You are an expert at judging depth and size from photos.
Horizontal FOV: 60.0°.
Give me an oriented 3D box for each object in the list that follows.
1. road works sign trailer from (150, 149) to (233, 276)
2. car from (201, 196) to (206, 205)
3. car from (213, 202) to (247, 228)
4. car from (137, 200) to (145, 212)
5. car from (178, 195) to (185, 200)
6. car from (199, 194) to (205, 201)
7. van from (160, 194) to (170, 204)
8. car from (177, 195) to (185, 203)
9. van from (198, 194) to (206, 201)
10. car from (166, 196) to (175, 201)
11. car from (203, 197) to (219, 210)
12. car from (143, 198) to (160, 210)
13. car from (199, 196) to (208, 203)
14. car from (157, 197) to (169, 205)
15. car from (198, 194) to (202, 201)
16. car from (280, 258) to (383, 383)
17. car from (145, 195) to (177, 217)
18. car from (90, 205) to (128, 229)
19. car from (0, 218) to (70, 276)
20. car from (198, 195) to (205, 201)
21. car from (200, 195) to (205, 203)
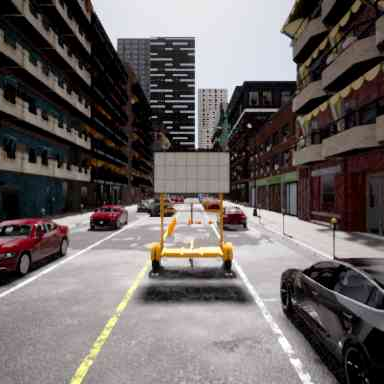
[{"bbox_3d":[-0.004,0.465,10.376,2.380,3.560,2.880,0,0,0],"label":"road works sign trailer"},{"bbox_3d":[2.553,1.568,44.526,1.887,1.381,4.507,1,0,0],"label":"car"},{"bbox_3d":[2.562,1.588,21.767,1.802,1.307,4.206,1,0,0],"label":"car"},{"bbox_3d":[-5.325,1.569,38.822,2.008,1.369,4.403,1,0,0],"label":"car"},{"bbox_3d":[-2.789,1.436,90.381,1.812,1.442,4.674,0,0,0],"label":"car"},{"bbox_3d":[2.548,1.560,56.075,1.752,1.417,4.829,0,0,0],"label":"car"},{"bbox_3d":[-5.336,1.392,67.270,1.690,1.788,3.998,1,0,0],"label":"van"},{"bbox_3d":[-2.782,1.535,73.023,1.882,1.535,5.008,0,0,0],"label":"car"},{"bbox_3d":[2.536,1.425,84.353,1.690,1.788,3.998,0,0,0],"label":"van"},{"bbox_3d":[-5.346,1.629,84.340,1.887,1.381,4.507,0,0,0],"label":"car"},{"bbox_3d":[2.555,1.600,38.836,1.802,1.307,4.206,1,0,0],"label":"car"},{"bbox_3d":[-5.327,1.548,44.342,1.752,1.417,4.829,1,0,0],"label":"car"},{"bbox_3d":[2.539,1.643,72.973,1.802,1.307,4.206,0,0,0],"label":"car"},{"bbox_3d":[-5.335,1.587,61.581,1.887,1.381,4.507,1,0,0],"label":"car"},{"bbox_3d":[2.542,1.577,67.453,1.752,1.417,4.829,0,0,0],"label":"car"},{"bbox_3d":[2.570,1.566,4.698,1.947,1.339,4.313,1,0,0],"label":"car"},{"bbox_3d":[-2.864,1.364,31.677,2.097,1.767,4.553,0,0,0],"label":"car"},{"bbox_3d":[-5.317,1.550,21.752,1.887,1.381,4.507,1,0,0],"label":"car"},{"bbox_3d":[-5.312,1.546,10.373,1.887,1.381,4.507,1,0,0],"label":"car"},{"bbox_3d":[2.532,1.622,90.213,1.752,1.417,4.829,0,0,0],"label":"car"},{"bbox_3d":[2.550,1.573,50.215,1.887,1.381,4.507,1,0,0],"label":"car"}]
